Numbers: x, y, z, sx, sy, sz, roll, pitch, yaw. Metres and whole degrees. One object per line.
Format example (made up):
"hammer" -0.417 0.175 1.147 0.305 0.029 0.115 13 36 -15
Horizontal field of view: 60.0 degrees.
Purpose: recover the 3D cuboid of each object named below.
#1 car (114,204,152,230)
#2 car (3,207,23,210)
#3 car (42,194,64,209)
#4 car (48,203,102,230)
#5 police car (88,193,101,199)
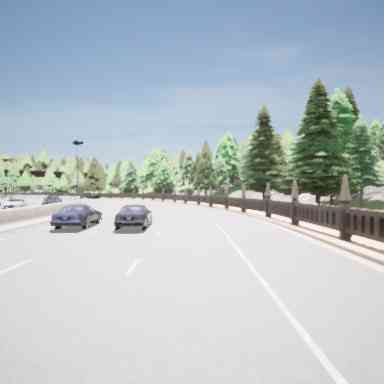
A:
"car" -3.551 1.474 20.607 2.033 1.411 5.357 0 0 -2
"car" -20.367 1.389 38.657 1.812 1.442 4.674 0 0 -14
"car" -17.841 1.200 42.784 2.097 1.767 4.553 0 0 -16
"car" -7.060 1.474 20.712 2.033 1.411 5.357 0 0 -2
"police car" -26.483 1.108 89.874 1.930 1.638 5.238 0 0 -41
